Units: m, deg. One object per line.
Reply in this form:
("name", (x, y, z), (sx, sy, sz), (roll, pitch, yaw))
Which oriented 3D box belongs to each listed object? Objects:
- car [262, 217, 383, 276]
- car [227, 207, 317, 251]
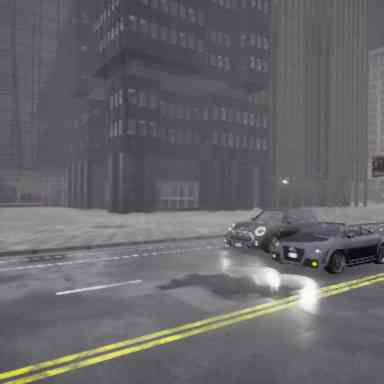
("car", (4.590, 1.692, 10.904), (4.181, 1.385, 1.994), (1, -1, -35))
("car", (3.653, 1.494, 14.219), (4.553, 1.767, 2.097), (1, -1, -35))
